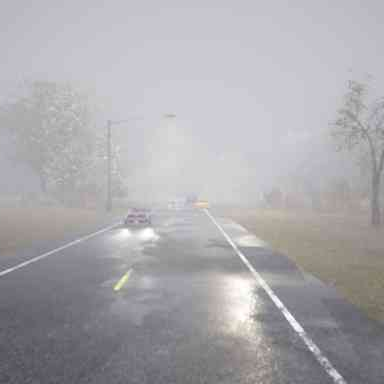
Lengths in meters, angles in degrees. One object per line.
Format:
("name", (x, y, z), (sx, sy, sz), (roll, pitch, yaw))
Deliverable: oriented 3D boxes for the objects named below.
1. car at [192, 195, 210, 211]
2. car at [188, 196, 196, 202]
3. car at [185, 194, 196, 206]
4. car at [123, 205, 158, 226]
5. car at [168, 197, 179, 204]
("car", (1.224, 1.525, 40.971), (1.801, 1.575, 5.366), (0, 0, 0))
("car", (-0.001, 1.619, 76.739), (1.812, 1.442, 4.674), (0, 0, 0))
("car", (-0.001, 1.347, 58.588), (2.150, 2.045, 5.566), (0, 0, 0))
("car", (-3.599, 1.629, 23.751), (1.895, 1.301, 4.718), (0, 0, 0))
("car", (-3.509, 1.680, 65.233), (1.812, 1.442, 4.674), (0, 0, 0))
